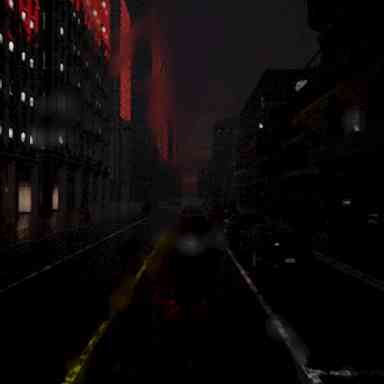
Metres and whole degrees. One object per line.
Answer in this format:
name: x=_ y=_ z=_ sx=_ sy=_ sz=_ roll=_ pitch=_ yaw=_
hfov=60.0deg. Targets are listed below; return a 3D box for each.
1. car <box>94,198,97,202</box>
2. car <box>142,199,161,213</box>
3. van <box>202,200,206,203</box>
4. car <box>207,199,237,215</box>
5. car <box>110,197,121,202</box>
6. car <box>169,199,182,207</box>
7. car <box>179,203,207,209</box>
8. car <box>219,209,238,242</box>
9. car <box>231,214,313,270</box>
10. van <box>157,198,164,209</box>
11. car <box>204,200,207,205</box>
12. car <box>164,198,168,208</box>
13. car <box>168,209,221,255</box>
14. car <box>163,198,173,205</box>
car: x=-26.745 y=2.072 z=89.822 sx=4.206 sy=1.307 sz=1.802 roll=1 pitch=-2 yaw=0
car: x=-5.709 y=2.041 z=45.170 sx=1.947 sy=1.339 sz=4.313 roll=0 pitch=-1 yaw=0
van: x=2.671 y=1.817 z=45.176 sx=1.690 sy=1.788 sz=3.998 roll=0 pitch=-1 yaw=0
car: x=2.678 y=1.610 z=28.231 sx=2.192 sy=1.841 sz=5.009 roll=0 pitch=-1 yaw=0
car: x=-21.168 y=2.038 z=89.841 sx=4.097 sy=1.590 sz=1.967 roll=1 pitch=-2 yaw=0
car: x=-3.044 y=2.258 z=65.371 sx=1.994 sy=1.385 sz=4.181 roll=0 pitch=-1 yaw=0
car: x=0.007 y=1.896 z=28.252 sx=1.895 sy=1.301 sz=4.718 roll=0 pitch=-1 yaw=0
car: x=2.682 y=1.742 z=16.932 sx=1.947 sy=1.339 sz=4.313 roll=0 pitch=-1 yaw=0
car: x=2.684 y=1.668 z=11.284 sx=2.008 sy=1.369 sz=4.403 roll=0 pitch=-1 yaw=0
van: x=-5.712 y=1.878 z=50.821 sx=1.690 sy=1.788 sz=3.998 roll=0 pitch=-1 yaw=0
car: x=2.673 y=1.997 z=39.525 sx=1.802 sy=1.307 sz=4.206 roll=0 pitch=-1 yaw=0
car: x=-5.714 y=2.149 z=56.467 sx=2.008 sy=1.369 sz=4.403 roll=0 pitch=-1 yaw=0
car: x=0.020 y=1.669 z=13.911 sx=1.812 sy=1.442 sz=4.674 roll=0 pitch=0 yaw=1
car: x=-5.724 y=2.290 z=79.061 sx=1.967 sy=1.590 sz=4.097 roll=0 pitch=-1 yaw=0
